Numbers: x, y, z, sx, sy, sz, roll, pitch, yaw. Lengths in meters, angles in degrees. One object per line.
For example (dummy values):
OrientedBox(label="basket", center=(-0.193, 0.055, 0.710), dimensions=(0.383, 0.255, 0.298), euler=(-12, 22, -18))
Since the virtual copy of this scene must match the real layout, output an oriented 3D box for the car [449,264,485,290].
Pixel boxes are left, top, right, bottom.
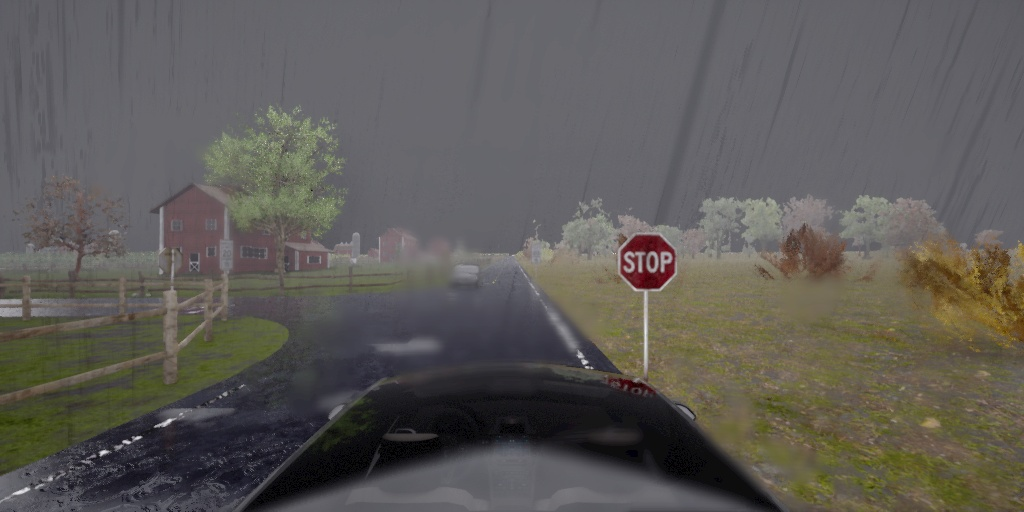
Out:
OrientedBox(label="car", center=(-2.759, 1.283, 22.828), dimensions=(1.837, 1.490, 4.892), euler=(0, 0, 0))
